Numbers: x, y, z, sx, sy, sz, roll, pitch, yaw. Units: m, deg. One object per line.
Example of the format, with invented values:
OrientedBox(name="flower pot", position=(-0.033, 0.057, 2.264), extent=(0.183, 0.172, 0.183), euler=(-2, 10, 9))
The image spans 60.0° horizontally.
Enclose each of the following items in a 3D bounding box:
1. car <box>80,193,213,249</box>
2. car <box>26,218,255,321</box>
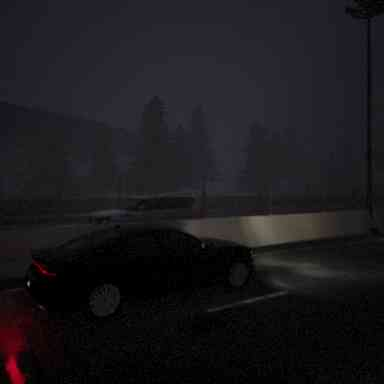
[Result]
OrientedBox(name="car", position=(-1.952, 1.124, 15.130), extent=(5.566, 2.045, 2.150), euler=(-1, 0, -31))
OrientedBox(name="car", position=(-0.816, 1.431, 7.255), extent=(5.008, 1.535, 1.882), euler=(-1, 0, -34))
